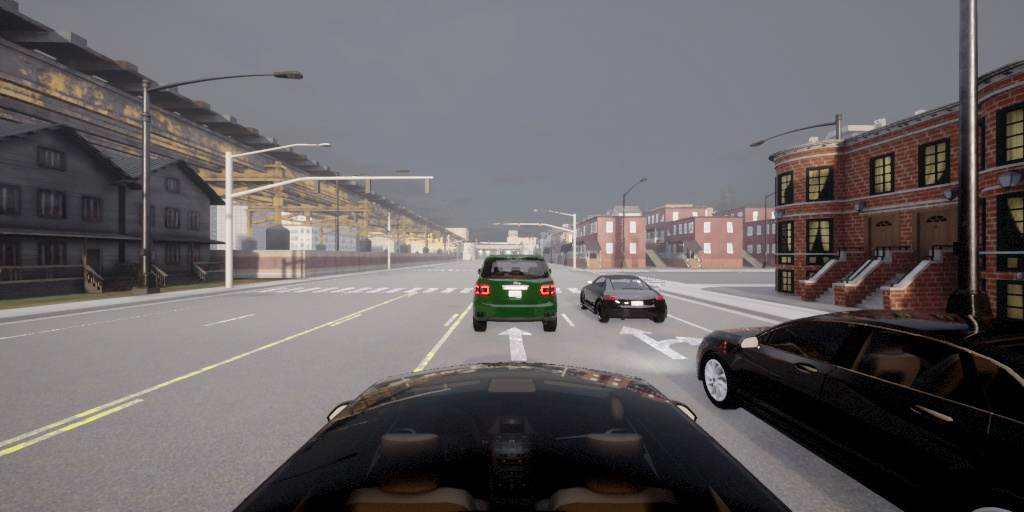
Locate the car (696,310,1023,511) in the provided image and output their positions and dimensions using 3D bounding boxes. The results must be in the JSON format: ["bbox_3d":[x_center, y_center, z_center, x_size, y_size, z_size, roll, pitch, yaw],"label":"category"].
[{"bbox_3d":[3.599,1.255,3.279,1.837,1.490,4.892,0,0,0],"label":"car"}]

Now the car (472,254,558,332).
[{"bbox_3d":[0.083,0.971,11.021,2.150,2.045,5.566,0,0,0],"label":"car"}]

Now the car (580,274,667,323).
[{"bbox_3d":[3.582,1.314,12.192,1.994,1.385,4.181,0,0,1],"label":"car"}]
